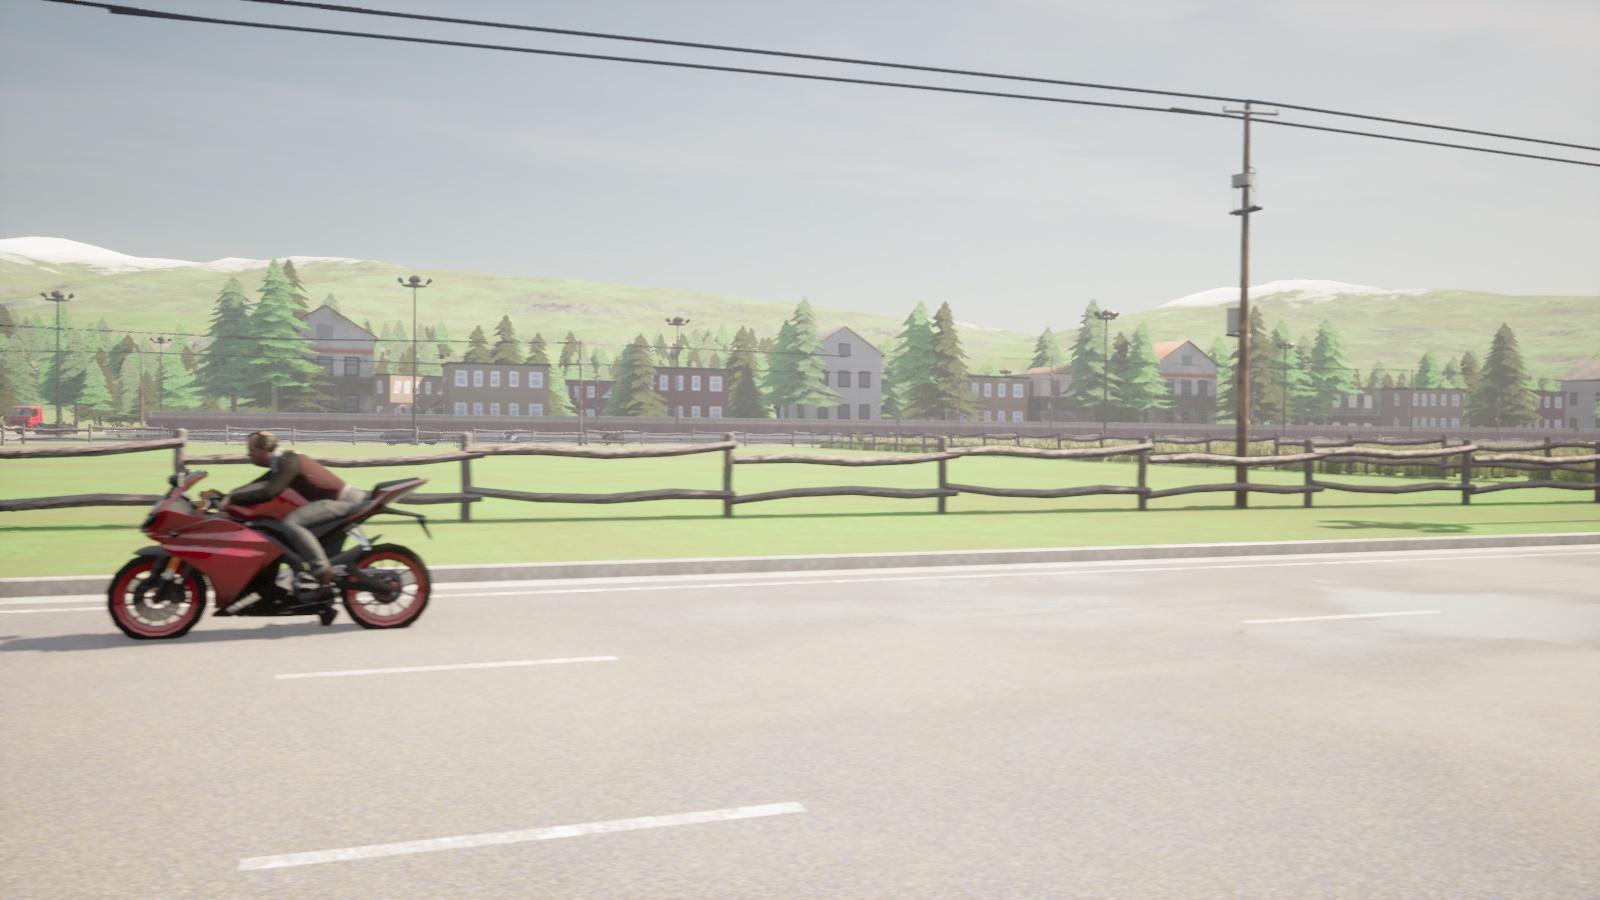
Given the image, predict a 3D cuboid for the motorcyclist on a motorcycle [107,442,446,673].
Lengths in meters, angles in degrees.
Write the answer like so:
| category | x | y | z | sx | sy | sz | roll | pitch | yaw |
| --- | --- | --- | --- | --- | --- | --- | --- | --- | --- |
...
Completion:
| category | x | y | z | sx | sy | sz | roll | pitch | yaw |
| --- | --- | --- | --- | --- | --- | --- | --- | --- | --- |
| motorcyclist on a motorcycle | -3.801 | 0.723 | 9.284 | 2.191 | 1.530 | 0.866 | -1 | 1 | -21 |
